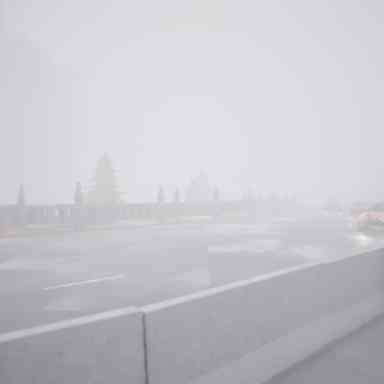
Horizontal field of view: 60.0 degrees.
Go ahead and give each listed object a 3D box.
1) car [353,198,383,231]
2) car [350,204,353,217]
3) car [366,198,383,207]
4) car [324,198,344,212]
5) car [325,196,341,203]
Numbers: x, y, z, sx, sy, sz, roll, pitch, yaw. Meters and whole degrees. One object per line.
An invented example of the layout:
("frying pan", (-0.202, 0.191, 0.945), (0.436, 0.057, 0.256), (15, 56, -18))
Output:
("car", (11.530, 1.408, 19.897), (2.097, 1.767, 4.553), (-1, 0, 40))
("car", (16.902, 1.604, 32.999), (1.882, 1.535, 5.008), (0, 0, 32))
("car", (30.922, 1.759, 56.285), (1.812, 1.442, 4.674), (-1, 0, 16))
("car", (17.849, 1.544, 41.800), (2.097, 1.767, 4.553), (-1, 0, 26))
("car", (30.191, 1.618, 71.486), (1.994, 1.385, 4.181), (-1, 0, 7))
